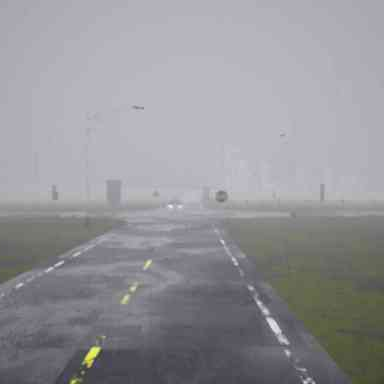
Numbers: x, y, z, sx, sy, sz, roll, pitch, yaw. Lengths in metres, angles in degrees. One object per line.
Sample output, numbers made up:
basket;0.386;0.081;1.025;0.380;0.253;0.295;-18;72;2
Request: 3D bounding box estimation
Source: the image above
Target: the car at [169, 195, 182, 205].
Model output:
car;-2.754;1.291;56.226;2.097;1.767;4.553;0;-1;0
